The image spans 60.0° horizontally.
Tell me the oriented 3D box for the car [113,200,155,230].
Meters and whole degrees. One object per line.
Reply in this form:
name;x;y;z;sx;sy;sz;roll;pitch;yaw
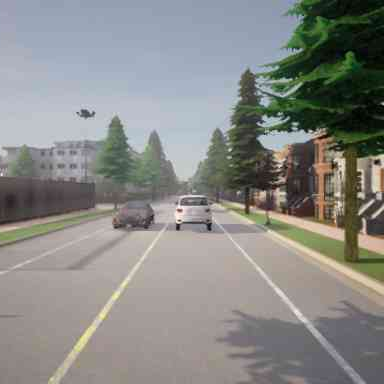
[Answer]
car;-3.592;1.353;21.205;2.097;1.767;4.553;0;0;0

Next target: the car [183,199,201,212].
car;-0.085;1.528;38.473;1.812;1.442;4.674;0;-1;-3

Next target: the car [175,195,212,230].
car;0.102;1.221;21.310;2.150;2.045;5.566;0;0;0
